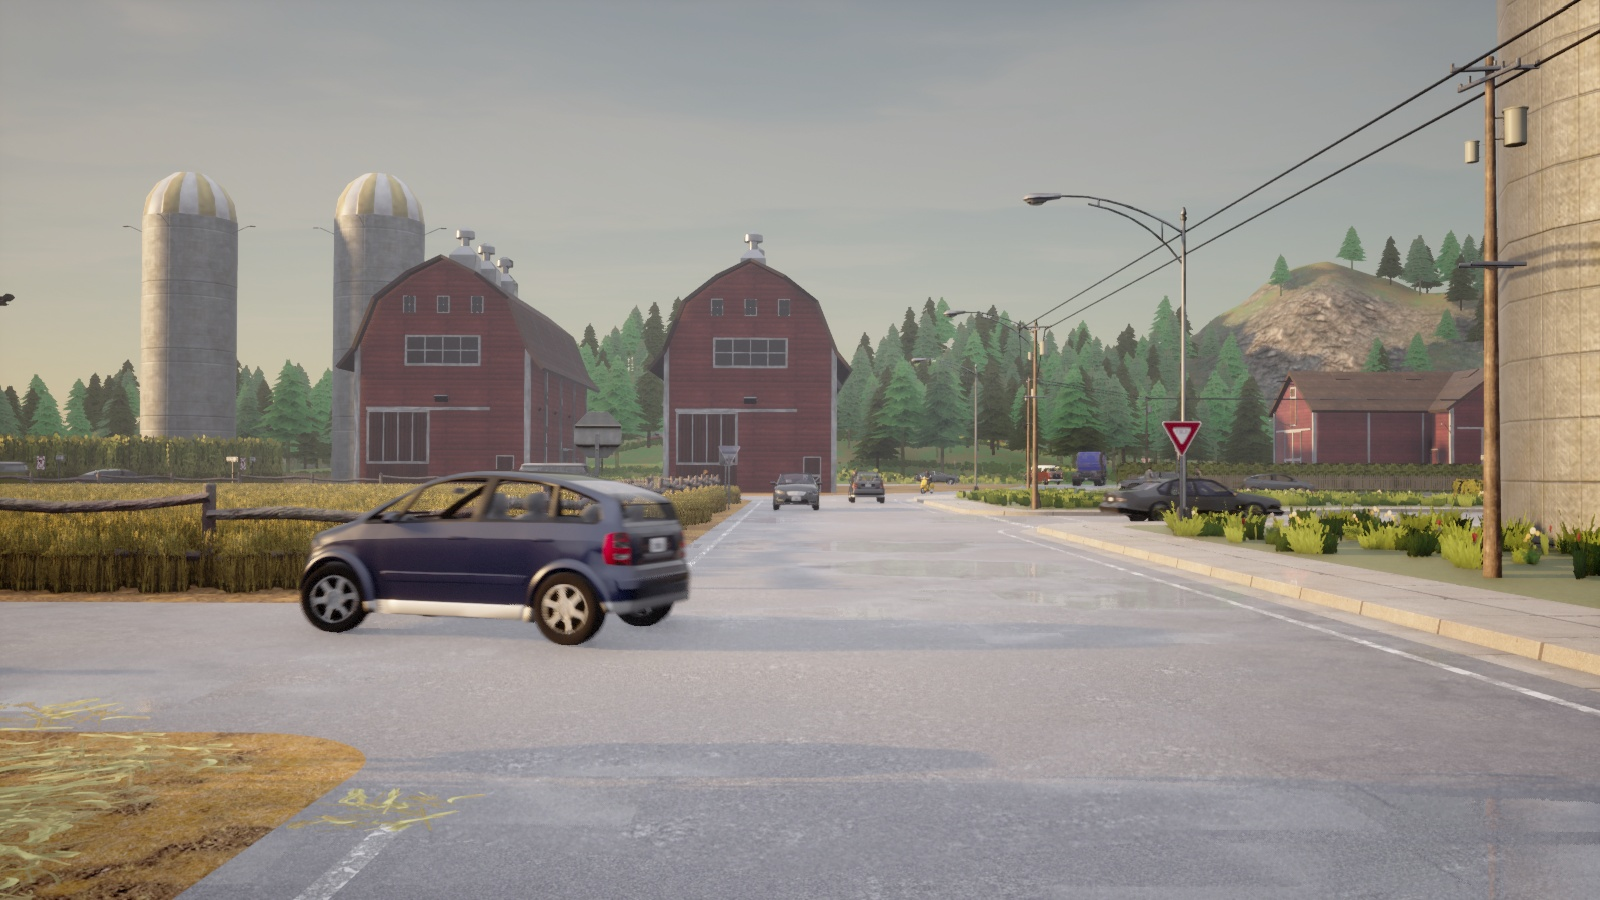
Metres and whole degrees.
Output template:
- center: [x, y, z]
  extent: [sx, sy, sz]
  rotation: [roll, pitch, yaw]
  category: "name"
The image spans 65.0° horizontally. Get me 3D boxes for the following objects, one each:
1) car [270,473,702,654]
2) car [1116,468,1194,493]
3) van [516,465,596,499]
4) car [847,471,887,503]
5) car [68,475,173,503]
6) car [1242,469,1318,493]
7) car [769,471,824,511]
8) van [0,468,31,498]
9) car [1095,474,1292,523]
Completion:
- center: [-3.015, 1.010, 12.232]
  extent: [3.705, 1.549, 1.789]
  rotation: [-1, -1, 19]
  category: "car"
- center: [24.240, 2.085, 85.906]
  extent: [4.856, 1.649, 2.033]
  rotation: [0, -1, 4]
  category: "car"
- center: [-14.423, 1.869, 74.264]
  extent: [4.442, 1.987, 1.775]
  rotation: [0, -1, -3]
  category: "van"
- center: [3.324, 1.831, 62.750]
  extent: [1.789, 1.549, 3.705]
  rotation: [0, -1, 0]
  category: "car"
- center: [-38.093, 2.153, 70.533]
  extent: [1.837, 1.490, 4.892]
  rotation: [-1, -1, 36]
  category: "car"
- center: [31.094, 2.002, 81.502]
  extent: [4.514, 1.525, 2.007]
  rotation: [-1, -1, 17]
  category: "car"
- center: [-0.137, 1.626, 51.025]
  extent: [2.128, 1.511, 4.902]
  rotation: [0, -1, 0]
  category: "car"
- center: [-53.116, 2.159, 82.361]
  extent: [4.442, 1.987, 1.775]
  rotation: [0, -1, -25]
  category: "van"
- center: [11.985, 1.458, 38.425]
  extent: [5.357, 1.411, 2.033]
  rotation: [0, -1, -7]
  category: "car"
